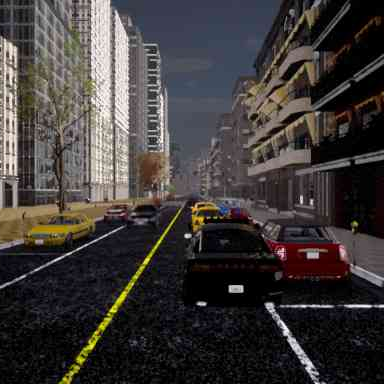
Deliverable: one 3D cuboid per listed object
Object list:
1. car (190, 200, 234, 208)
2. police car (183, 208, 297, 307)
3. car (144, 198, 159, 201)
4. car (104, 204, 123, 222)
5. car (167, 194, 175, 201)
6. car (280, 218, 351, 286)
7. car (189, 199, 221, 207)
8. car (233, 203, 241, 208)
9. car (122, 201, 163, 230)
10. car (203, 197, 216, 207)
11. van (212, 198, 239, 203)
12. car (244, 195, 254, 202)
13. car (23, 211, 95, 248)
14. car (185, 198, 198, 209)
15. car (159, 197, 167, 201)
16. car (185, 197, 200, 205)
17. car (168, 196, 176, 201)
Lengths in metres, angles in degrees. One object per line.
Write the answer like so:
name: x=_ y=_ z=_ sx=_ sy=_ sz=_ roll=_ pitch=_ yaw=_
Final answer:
car: x=0.932 y=1.461 z=18.235 sx=1.801 sy=1.575 sz=5.366 roll=0 pitch=0 yaw=0
police car: x=0.823 y=1.427 z=8.180 sx=1.930 sy=1.638 sz=5.238 roll=0 pitch=0 yaw=2
car: x=-5.619 y=1.549 z=42.414 sx=1.752 sy=1.417 sz=4.829 roll=0 pitch=0 yaw=0
car: x=-5.647 y=1.593 z=25.986 sx=1.802 sy=1.307 sz=4.206 roll=0 pitch=0 yaw=0
car: x=-5.547 y=1.402 z=86.037 sx=2.192 sy=1.841 sz=5.009 roll=0 pitch=0 yaw=0
car: x=2.706 y=1.442 z=9.373 sx=1.967 sy=1.590 sz=4.097 roll=0 pitch=0 yaw=0
car: x=0.941 y=1.488 z=24.046 sx=1.882 sy=1.535 sz=5.008 roll=0 pitch=0 yaw=0
car: x=2.724 y=1.589 z=20.439 sx=1.802 sy=1.307 sz=4.206 roll=0 pitch=0 yaw=0
car: x=-2.963 y=1.534 z=21.526 sx=1.812 sy=1.442 sz=4.674 roll=0 pitch=0 yaw=0
car: x=2.780 y=1.586 z=53.635 sx=2.008 sy=1.369 sz=4.403 roll=0 pitch=0 yaw=0
van: x=2.734 y=1.352 z=25.971 sx=1.690 sy=1.788 sz=3.998 roll=0 pitch=0 yaw=0
car: x=13.549 y=1.404 z=73.023 sx=4.403 sy=1.369 sz=2.008 roll=-1 pitch=1 yaw=0
car: x=-5.665 y=1.529 z=14.750 sx=1.752 sy=1.417 sz=4.829 roll=0 pitch=0 yaw=0
car: x=0.112 y=1.505 z=46.090 sx=1.882 sy=1.535 sz=5.008 roll=0 pitch=0 yaw=0
car: x=-5.600 y=1.580 z=53.649 sx=1.887 sy=1.381 sz=4.507 roll=0 pitch=0 yaw=0
car: x=0.131 y=1.643 z=59.166 sx=1.895 sy=1.301 sz=4.718 roll=0 pitch=0 yaw=8
car: x=-5.538 y=1.664 z=91.560 sx=1.947 sy=1.339 sz=4.313 roll=0 pitch=0 yaw=0
